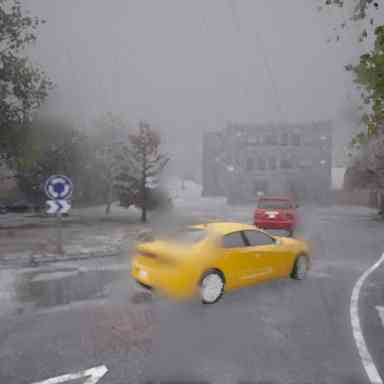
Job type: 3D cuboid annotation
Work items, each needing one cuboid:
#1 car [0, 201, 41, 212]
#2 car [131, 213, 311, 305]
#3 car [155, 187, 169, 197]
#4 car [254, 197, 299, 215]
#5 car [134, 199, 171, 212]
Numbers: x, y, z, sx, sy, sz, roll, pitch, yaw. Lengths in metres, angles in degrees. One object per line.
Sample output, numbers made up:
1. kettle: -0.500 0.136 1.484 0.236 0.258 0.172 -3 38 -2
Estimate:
1. car: -21.112 1.764 40.554 4.718 1.301 1.895 1 -1 -29
2. car: 0.965 1.510 8.269 5.008 1.535 1.882 0 0 -38
3. car: -6.187 -0.048 68.848 2.150 2.045 5.566 0 5 3
4. car: 4.908 1.295 19.245 2.150 2.045 5.566 0 0 19
5. car: -4.883 1.672 41.195 4.902 1.511 2.128 -1 -1 27
